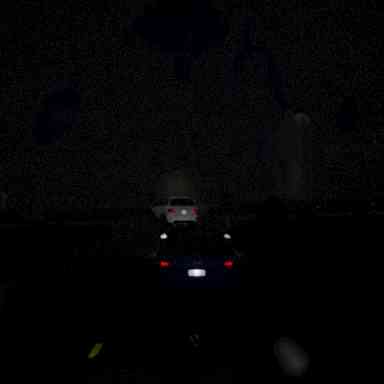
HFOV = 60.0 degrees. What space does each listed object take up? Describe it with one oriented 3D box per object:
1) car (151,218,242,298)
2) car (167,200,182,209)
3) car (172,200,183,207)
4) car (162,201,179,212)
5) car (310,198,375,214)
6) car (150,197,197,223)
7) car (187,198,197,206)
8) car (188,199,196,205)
[{"bbox_3d":[0.095,1.599,8.685,1.994,1.385,4.181,0,0,0],"label":"car"},{"bbox_3d":[-2.855,2.020,55.091,2.033,1.411,5.357,0,-1,1],"label":"car"},{"bbox_3d":[-2.805,2.260,64.984,1.895,1.301,4.718,0,-1,1],"label":"car"},{"bbox_3d":[-2.866,1.879,44.626,1.994,1.385,4.181,0,-1,0],"label":"car"},{"bbox_3d":[13.775,1.216,30.518,5.357,1.411,2.033,-2,-1,0],"label":"car"},{"bbox_3d":[-1.396,1.352,23.923,2.150,2.045,5.566,1,-1,-19],"label":"car"},{"bbox_3d":[-0.033,2.221,75.306,2.097,1.767,4.553,0,-1,0],"label":"car"},{"bbox_3d":[-0.037,2.589,85.331,2.033,1.411,5.357,0,-1,0],"label":"car"}]
